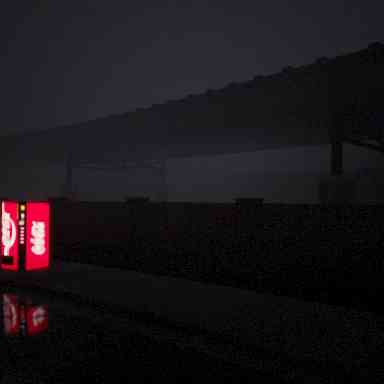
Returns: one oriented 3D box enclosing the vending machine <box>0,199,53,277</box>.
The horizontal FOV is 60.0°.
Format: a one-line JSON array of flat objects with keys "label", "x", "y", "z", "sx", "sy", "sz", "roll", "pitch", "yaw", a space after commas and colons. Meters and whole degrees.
[{"label": "vending machine", "x": -4.827, "y": 1.256, "z": 9.691, "sx": 0.880, "sy": 2.100, "sz": 1.100, "roll": 0, "pitch": -1, "yaw": 30}]
